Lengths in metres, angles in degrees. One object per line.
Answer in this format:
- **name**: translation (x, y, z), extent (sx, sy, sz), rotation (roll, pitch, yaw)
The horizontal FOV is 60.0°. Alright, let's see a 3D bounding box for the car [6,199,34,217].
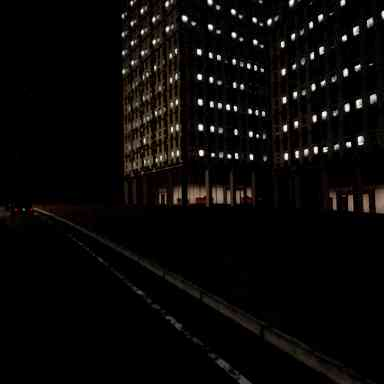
- **car**: translation (-16.309, 1.620, 31.875), extent (2.033, 1.411, 5.357), rotation (0, 0, -30)

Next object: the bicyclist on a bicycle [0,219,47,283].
- **bicyclist on a bicycle**: translation (-4.383, 1.465, 7.955), extent (1.656, 1.620, 0.582), rotation (-2, 1, -27)
